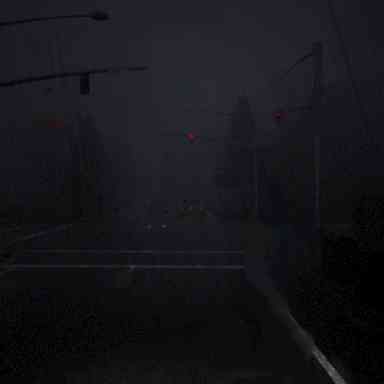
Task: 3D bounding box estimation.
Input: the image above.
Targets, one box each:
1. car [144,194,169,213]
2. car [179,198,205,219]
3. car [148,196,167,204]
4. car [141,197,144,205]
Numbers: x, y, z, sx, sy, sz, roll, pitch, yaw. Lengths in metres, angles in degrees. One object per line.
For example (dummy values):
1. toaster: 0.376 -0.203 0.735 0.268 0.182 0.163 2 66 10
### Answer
1. car: -3.753 1.221 37.172 2.150 2.045 5.566 0 0 -2
2. car: 0.059 1.352 29.708 2.097 1.767 4.553 0 0 3
3. car: -6.724 1.547 64.768 2.033 1.411 5.357 0 0 -26
4. car: -7.421 1.505 57.082 1.837 1.490 4.892 0 0 -21
